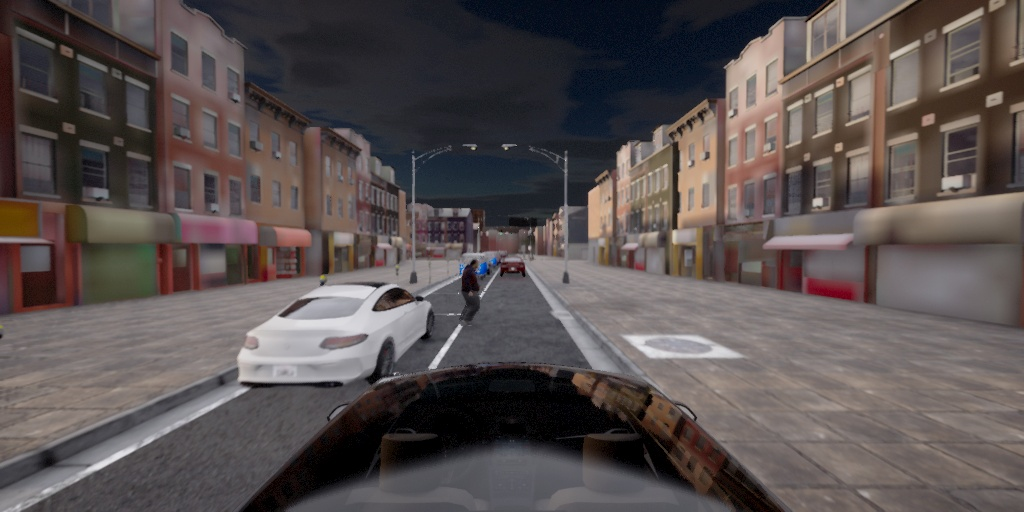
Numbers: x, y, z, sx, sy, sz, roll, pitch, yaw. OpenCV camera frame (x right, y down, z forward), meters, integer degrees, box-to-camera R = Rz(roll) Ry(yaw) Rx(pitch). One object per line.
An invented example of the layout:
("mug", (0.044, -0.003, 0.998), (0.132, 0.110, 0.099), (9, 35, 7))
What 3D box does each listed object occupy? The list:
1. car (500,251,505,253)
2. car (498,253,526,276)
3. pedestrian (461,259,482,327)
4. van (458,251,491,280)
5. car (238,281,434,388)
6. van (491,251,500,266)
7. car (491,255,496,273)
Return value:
("car", (-2.605, 0.205, 51.960), (2.192, 1.841, 5.009), (0, 0, 0))
("car", (0.080, 0.757, 28.863), (1.882, 1.535, 5.008), (0, 1, 0))
("pedestrian", (-1.077, 0.908, 9.466), (0.375, 1.860, 0.375), (0, 1, 0))
("van", (-2.623, 0.690, 24.795), (1.690, 1.789, 3.998), (0, 0, 0))
("car", (-2.747, 1.190, 6.640), (1.812, 1.442, 4.674), (0, 1, 0))
("van", (-2.612, 0.413, 41.094), (1.690, 1.789, 3.998), (0, 0, 0))
("car", (-2.619, 0.822, 30.228), (1.948, 1.339, 4.313), (0, 0, 0))
